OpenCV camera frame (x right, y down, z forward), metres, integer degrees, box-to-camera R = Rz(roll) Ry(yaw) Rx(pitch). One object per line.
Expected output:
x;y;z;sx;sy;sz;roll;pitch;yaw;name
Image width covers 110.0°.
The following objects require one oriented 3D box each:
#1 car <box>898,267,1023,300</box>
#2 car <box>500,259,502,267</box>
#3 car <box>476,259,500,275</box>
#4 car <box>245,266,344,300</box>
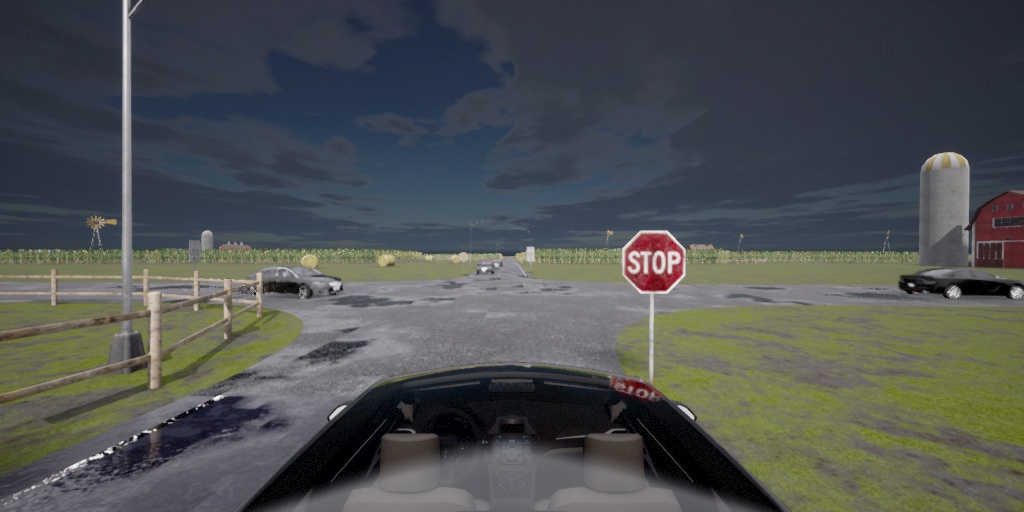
22.767;1.341;18.221;5.008;1.535;1.882;0;1;0;car
-2.830;1.351;51.175;1.895;1.301;4.718;0;0;0;car
-2.840;1.237;39.427;2.128;1.511;4.902;0;0;1;car
-10.511;1.227;17.402;4.902;1.511;2.128;0;0;17;car
